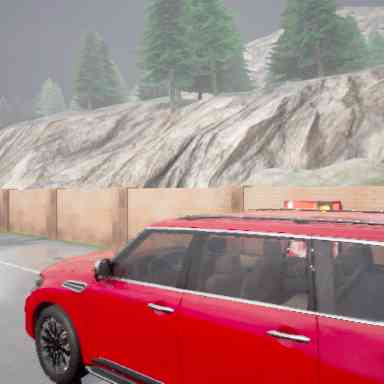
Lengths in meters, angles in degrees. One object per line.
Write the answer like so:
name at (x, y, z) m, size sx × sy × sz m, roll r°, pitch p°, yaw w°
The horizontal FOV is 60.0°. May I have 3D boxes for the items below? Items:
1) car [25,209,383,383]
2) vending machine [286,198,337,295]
car at (0.427, 1.219, 3.695) m, size 5.566 × 2.045 × 2.150 m, roll 0°, pitch 0°, yaw 36°
vending machine at (2.878, 1.195, 7.955) m, size 0.880 × 2.100 × 1.100 m, roll 0°, pitch 0°, yaw 36°
